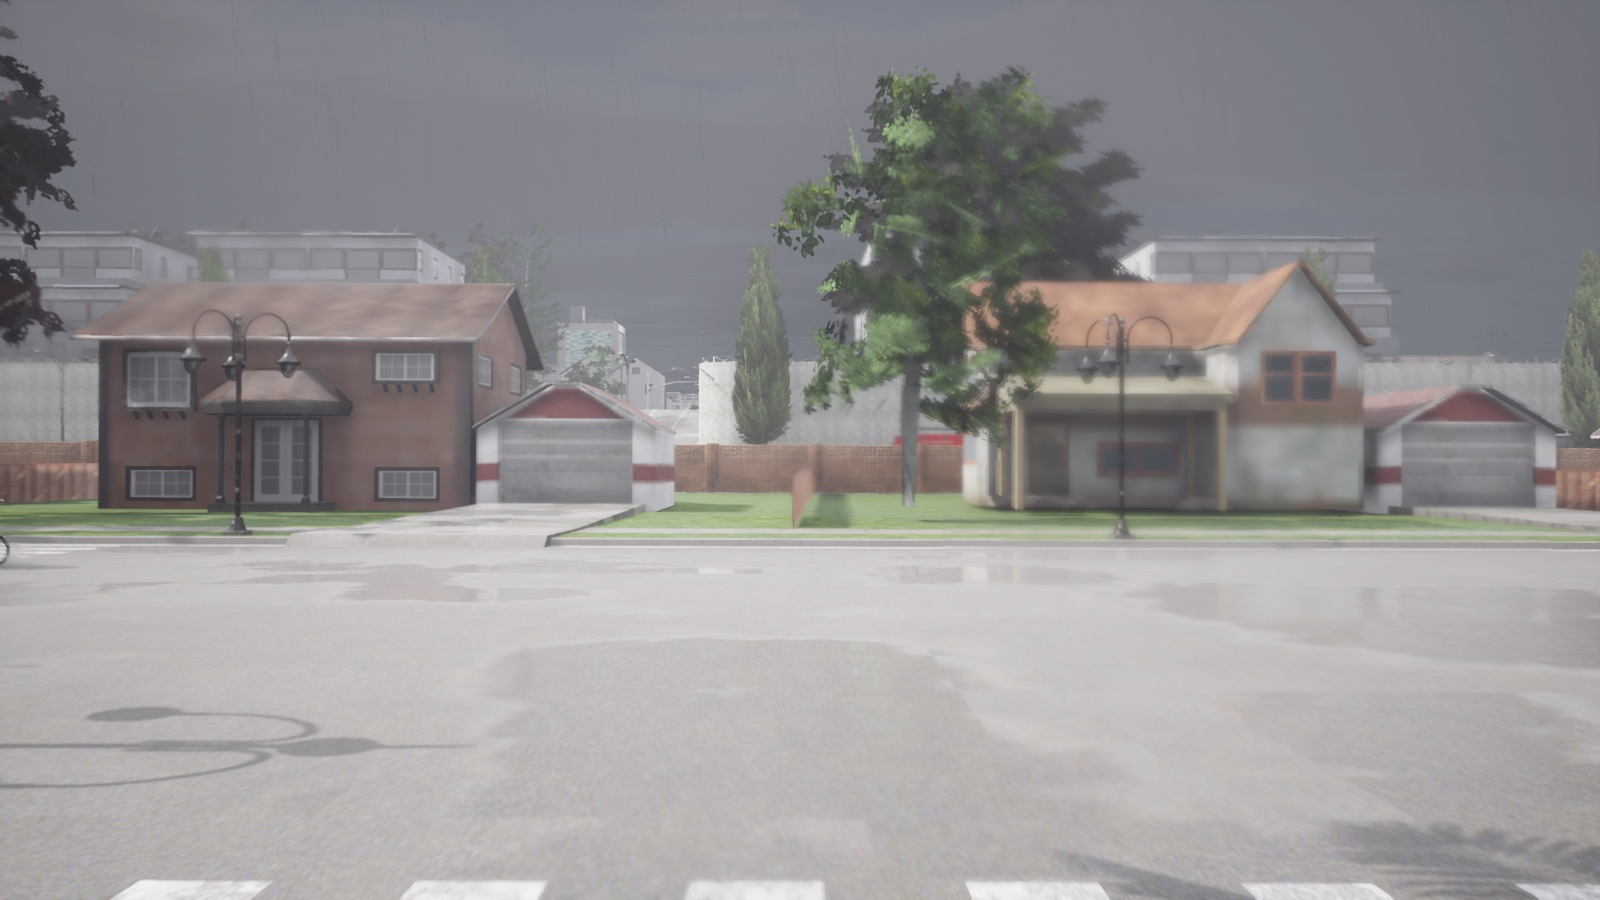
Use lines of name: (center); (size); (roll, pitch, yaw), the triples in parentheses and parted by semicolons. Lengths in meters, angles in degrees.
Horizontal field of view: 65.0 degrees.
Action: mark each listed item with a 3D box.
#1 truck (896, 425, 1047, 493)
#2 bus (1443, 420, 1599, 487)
truck: (9.931, 0.524, 73.392); (8.468, 3.827, 2.891); (0, -1, 1)
bus: (48.345, 0.258, 82.997); (10.273, 4.253, 3.944); (0, 0, -14)
